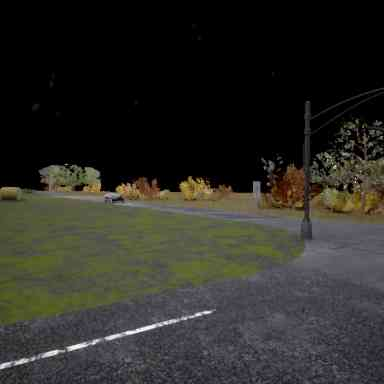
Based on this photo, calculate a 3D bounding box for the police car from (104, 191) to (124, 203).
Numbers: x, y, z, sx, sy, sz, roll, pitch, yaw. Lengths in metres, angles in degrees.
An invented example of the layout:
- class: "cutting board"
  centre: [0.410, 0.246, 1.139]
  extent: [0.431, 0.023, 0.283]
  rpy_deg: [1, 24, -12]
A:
- class: "police car"
  centre: [-11.649, 0.744, 49.739]
  extent: [1.930, 1.638, 5.238]
  rpy_deg: [1, 0, -32]
